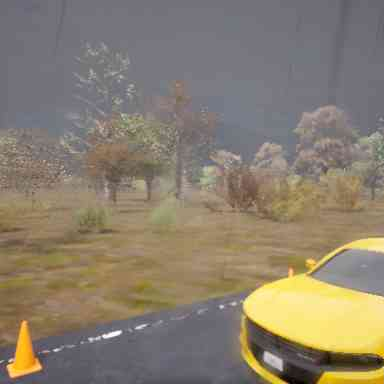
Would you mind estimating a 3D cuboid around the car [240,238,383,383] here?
[{"bbox_3d":[2.933,1.450,4.771,5.008,1.535,1.882,0,0,-33],"label":"car"}]

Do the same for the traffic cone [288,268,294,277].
[{"bbox_3d":[2.106,1.919,7.060,0.340,0.580,0.340,0,0,-33],"label":"traffic cone"}]

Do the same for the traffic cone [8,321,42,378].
[{"bbox_3d":[-2.119,1.940,4.220,0.340,0.580,0.340,0,0,-35],"label":"traffic cone"}]
